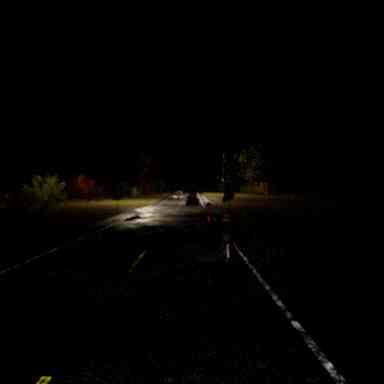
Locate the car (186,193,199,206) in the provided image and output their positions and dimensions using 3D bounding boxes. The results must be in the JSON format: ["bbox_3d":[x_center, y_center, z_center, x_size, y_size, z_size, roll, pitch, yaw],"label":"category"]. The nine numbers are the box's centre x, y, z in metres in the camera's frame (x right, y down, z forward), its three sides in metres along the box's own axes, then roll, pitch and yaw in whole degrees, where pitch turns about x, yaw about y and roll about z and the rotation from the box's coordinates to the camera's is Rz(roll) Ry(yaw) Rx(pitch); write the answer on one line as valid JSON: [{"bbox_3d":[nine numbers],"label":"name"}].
[{"bbox_3d":[0.109,1.350,51.061,1.994,1.385,4.181,0,1,0],"label":"car"}]

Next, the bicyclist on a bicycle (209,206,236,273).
[{"bbox_3d":[0.965,1.338,9.690,0.659,1.776,1.843,0,0,0],"label":"bicyclist on a bicycle"}]

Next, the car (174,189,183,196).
[{"bbox_3d":[-3.484,0.111,85.882,2.097,1.767,4.553,0,2,0],"label":"car"}]

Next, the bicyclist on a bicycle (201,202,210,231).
[{"bbox_3d":[0.948,1.372,19.075,0.866,1.612,1.509,0,0,0],"label":"bicyclist on a bicycle"}]
